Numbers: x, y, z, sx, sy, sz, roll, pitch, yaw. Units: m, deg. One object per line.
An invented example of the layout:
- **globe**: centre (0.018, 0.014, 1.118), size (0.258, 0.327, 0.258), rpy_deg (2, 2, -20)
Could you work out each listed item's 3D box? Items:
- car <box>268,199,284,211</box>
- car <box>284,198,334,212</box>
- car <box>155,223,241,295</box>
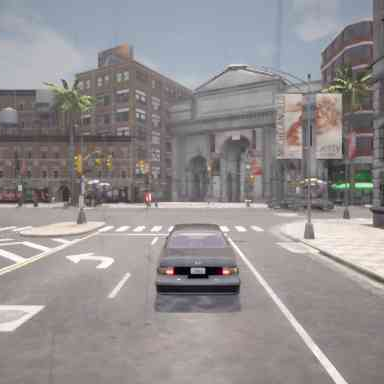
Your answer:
- **car**: centre (11.877, 1.505, 41.180), size (4.892, 1.490, 1.837), rpy_deg (0, 0, 1)
- **car**: centre (13.454, 1.492, 37.661), size (4.902, 1.511, 2.128), rpy_deg (0, 0, 1)
- **car**: centre (0.118, 1.547, 8.840), size (2.033, 1.411, 5.357), rpy_deg (0, 0, 0)
